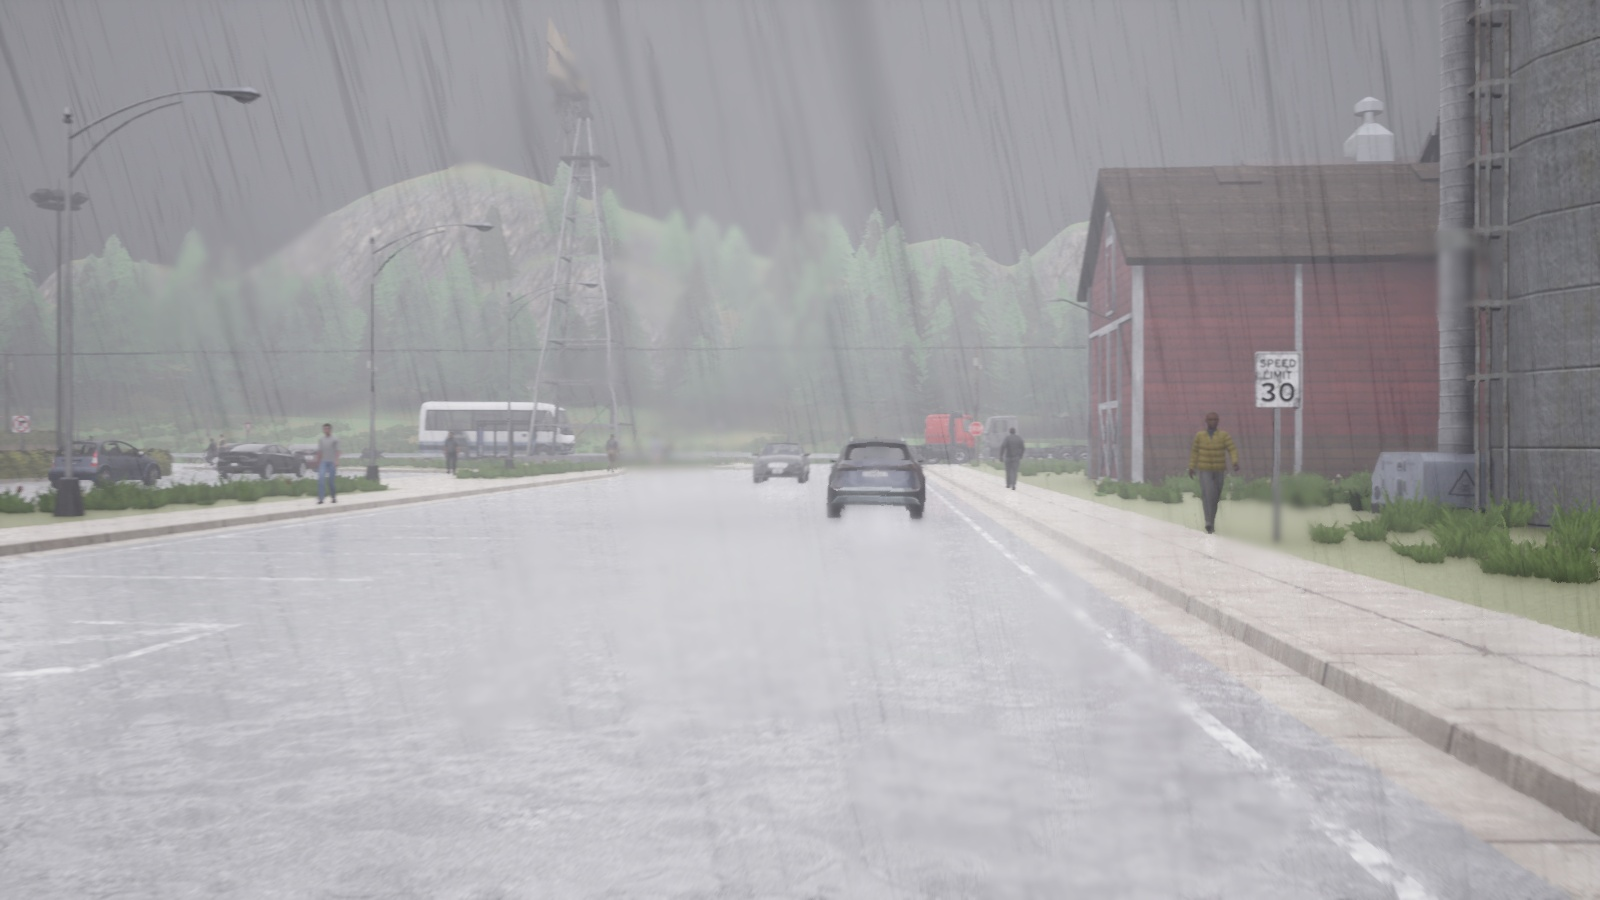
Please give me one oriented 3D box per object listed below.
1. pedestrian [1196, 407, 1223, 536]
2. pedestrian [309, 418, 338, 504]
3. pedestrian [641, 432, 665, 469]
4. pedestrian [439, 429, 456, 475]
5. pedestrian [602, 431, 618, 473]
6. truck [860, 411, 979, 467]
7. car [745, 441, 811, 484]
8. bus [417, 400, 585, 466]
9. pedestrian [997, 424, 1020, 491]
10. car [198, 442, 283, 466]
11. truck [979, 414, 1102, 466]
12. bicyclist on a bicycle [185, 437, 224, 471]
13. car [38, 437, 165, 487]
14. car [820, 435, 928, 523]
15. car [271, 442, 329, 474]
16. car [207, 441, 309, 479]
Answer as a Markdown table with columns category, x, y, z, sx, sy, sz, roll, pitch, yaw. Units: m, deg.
| category | x | y | z | sx | sy | sz | roll | pitch | yaw |
| --- | --- | --- | --- | --- | --- | --- | --- | --- | --- |
| pedestrian | 5.947 | 0.307 | 18.247 | 0.370 | 1.835 | 0.726 | 0 | 0 | 18 |
| pedestrian | -10.370 | 0.232 | 27.337 | 0.354 | 1.836 | 0.706 | 0 | 0 | 2 |
| pedestrian | -7.390 | 0.035 | 63.018 | 0.874 | 1.855 | 0.900 | 0 | 0 | 21 |
| pedestrian | -14.285 | 0.093 | 50.862 | 0.540 | 1.848 | 0.694 | 0 | 0 | -3 |
| pedestrian | -8.487 | 0.073 | 56.017 | 0.540 | 1.848 | 0.694 | 0 | 0 | 8 |
| truck | 7.749 | -0.682 | 80.775 | 7.936 | 3.462 | 2.891 | 0 | 0 | -41 |
| car | -0.757 | 0.436 | 46.905 | 2.128 | 1.511 | 4.902 | 0 | 0 | 3 |
| bus | -20.038 | -1.138 | 84.553 | 10.273 | 4.253 | 3.944 | 1 | 0 | 4 |
| pedestrian | 5.897 | 0.210 | 35.514 | 0.563 | 1.883 | 0.849 | 0 | 0 | 5 |
| car | -36.603 | 0.228 | 82.314 | 2.163 | 1.488 | 4.792 | 0 | 0 | 27 |
| truck | 16.265 | -0.694 | 85.313 | 7.936 | 3.462 | 2.891 | 0 | 0 | 4 |
| bicyclist on a bicycle | -31.270 | 0.199 | 65.935 | 1.843 | 1.776 | 0.659 | 0 | 0 | 14 |
| car | -23.492 | 0.371 | 42.407 | 1.851 | 1.617 | 3.988 | 0 | 0 | 4 |
| car | 1.542 | 0.531 | 26.149 | 2.033 | 1.649 | 4.856 | 0 | 0 | 3 |
| car | -24.811 | 0.358 | 62.236 | 2.163 | 1.488 | 4.792 | 0 | 0 | -28 |
| car | -22.802 | 0.391 | 53.026 | 1.882 | 1.535 | 5.008 | 0 | 0 | 4 |
